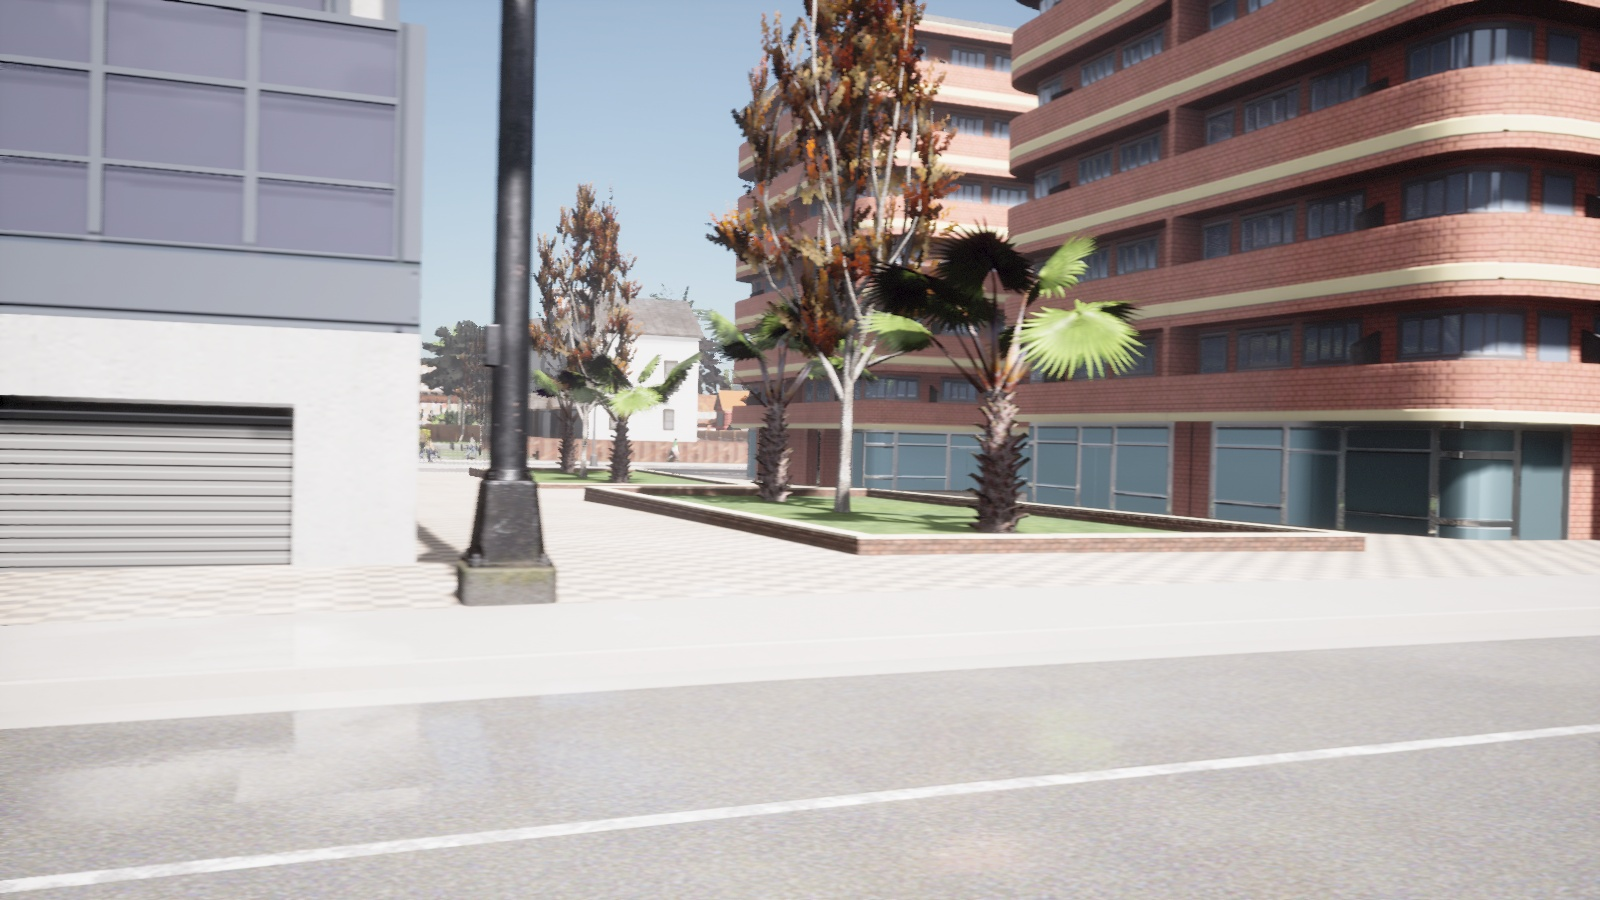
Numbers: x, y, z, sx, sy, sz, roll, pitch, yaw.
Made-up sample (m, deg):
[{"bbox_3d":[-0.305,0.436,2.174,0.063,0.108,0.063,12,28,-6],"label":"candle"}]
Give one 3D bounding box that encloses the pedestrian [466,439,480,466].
[{"bbox_3d":[-22.436,0.185,86.267,0.900,1.855,0.874,0,1,-12],"label":"pedestrian"}]
